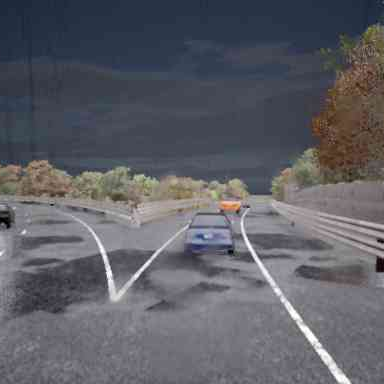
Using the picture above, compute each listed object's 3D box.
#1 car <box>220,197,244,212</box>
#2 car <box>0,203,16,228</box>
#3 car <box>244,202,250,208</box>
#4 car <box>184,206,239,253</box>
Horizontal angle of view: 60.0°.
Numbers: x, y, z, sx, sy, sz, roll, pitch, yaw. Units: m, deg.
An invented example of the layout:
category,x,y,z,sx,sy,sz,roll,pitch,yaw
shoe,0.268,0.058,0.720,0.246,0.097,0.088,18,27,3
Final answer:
category,x,y,z,sx,sy,sz,roll,pitch,yaw
car,4.353,1.349,37.219,2.097,1.767,4.553,0,0,11
car,-12.520,1.426,21.365,1.882,1.535,5.008,0,0,-24
car,11.315,2.827,70.981,1.994,1.385,4.181,0,-4,14
car,0.759,1.540,13.633,2.033,1.411,5.357,0,0,5
